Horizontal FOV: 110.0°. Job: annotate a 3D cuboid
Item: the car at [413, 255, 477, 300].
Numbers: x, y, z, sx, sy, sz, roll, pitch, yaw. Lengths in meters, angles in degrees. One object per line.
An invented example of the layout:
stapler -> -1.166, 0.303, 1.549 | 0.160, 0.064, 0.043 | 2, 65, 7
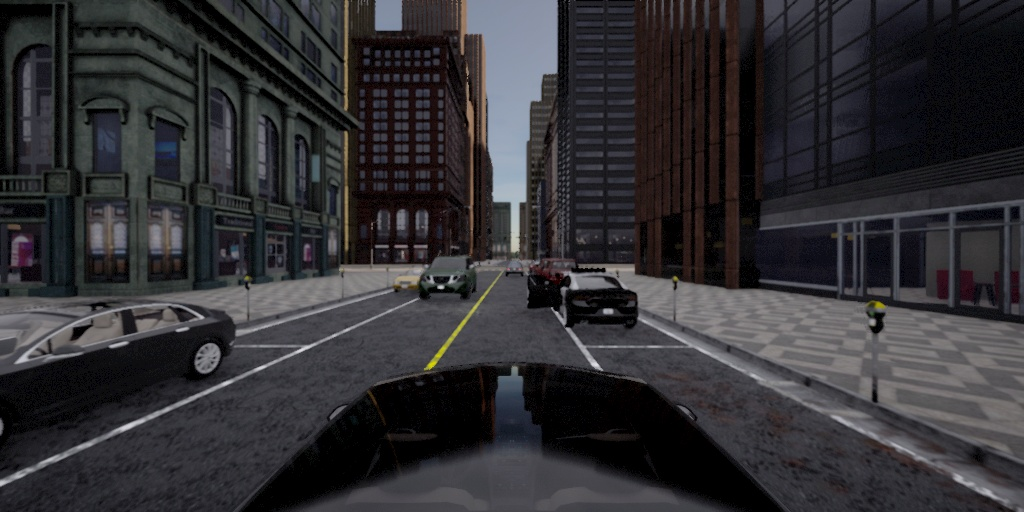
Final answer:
car -> -3.010, 0.982, 18.035 | 2.150, 2.045, 5.566 | 0, 0, 0

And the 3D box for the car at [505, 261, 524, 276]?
car -> 0.261, 1.329, 37.262 | 2.033, 1.411, 5.357 | 0, 0, 1

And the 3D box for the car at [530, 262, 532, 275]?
car -> 2.938, 1.343, 32.717 | 1.948, 1.339, 4.313 | 0, 0, 0

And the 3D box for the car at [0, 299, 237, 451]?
car -> -5.750, 1.300, 4.581 | 2.007, 1.370, 4.403 | 0, 0, 0

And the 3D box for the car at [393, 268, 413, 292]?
car -> -5.653, 1.288, 21.321 | 1.751, 1.417, 4.829 | 0, 0, 0

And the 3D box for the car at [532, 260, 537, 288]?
car -> 2.905, 1.085, 27.081 | 2.192, 1.841, 5.009 | 0, 0, 0

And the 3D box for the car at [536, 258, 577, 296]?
car -> 2.873, 1.079, 21.444 | 2.192, 1.841, 5.009 | 0, 0, 0

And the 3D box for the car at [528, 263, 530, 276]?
car -> 3.003, 1.232, 43.989 | 1.967, 1.591, 4.097 | 0, 0, 0

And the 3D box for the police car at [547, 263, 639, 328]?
police car -> 2.420, 1.181, 11.539 | 1.930, 1.638, 5.238 | 0, 0, 0
